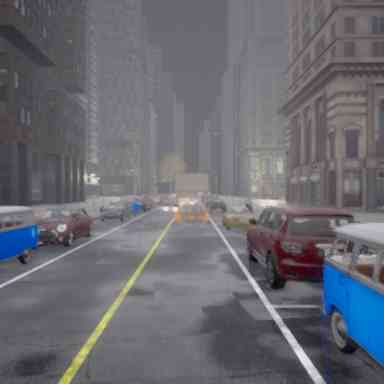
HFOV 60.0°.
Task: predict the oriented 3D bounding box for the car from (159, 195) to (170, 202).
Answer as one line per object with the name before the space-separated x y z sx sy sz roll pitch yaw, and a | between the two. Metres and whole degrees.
car | -5.771 1.332 69.839 1.887 1.381 4.507 0 0 0

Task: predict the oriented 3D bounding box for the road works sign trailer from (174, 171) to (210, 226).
road works sign trailer | 0.002 0.395 22.131 2.380 3.560 2.880 0 0 0

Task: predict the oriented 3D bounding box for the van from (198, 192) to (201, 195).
van | 2.786 1.113 75.345 1.690 1.788 3.998 0 0 0

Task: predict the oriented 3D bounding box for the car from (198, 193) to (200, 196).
car | 2.784 1.332 69.820 1.887 1.381 4.507 0 0 0

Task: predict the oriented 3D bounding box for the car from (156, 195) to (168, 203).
car | -5.770 1.348 64.314 1.887 1.381 4.507 0 0 0

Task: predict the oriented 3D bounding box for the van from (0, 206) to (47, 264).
van | -5.762 1.312 9.060 1.690 1.788 3.998 0 0 0

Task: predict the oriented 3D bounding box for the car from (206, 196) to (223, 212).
car | 2.776 1.437 36.671 2.008 1.369 4.403 0 0 0

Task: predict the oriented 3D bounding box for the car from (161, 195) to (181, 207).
car | -3.071 1.449 49.222 1.895 1.301 4.718 0 0 0

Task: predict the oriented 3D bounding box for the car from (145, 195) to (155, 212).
car | -5.765 1.202 36.686 2.192 1.841 5.009 0 0 0

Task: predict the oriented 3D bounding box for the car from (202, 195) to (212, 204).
car | 2.779 1.435 47.721 1.802 1.307 4.206 0 0 0

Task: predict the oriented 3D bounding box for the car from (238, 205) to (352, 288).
car | 2.770 1.286 9.046 2.192 1.841 5.009 0 0 0

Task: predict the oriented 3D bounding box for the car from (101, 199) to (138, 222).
car | -5.765 1.471 25.636 2.008 1.369 4.403 0 0 0

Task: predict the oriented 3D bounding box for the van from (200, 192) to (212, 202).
van | 2.782 1.160 58.770 1.690 1.788 3.998 0 0 0

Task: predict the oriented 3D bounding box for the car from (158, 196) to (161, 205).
car | -5.768 1.362 53.093 1.752 1.417 4.829 0 0 0

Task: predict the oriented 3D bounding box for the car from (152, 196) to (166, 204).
car | -5.769 1.364 58.789 1.887 1.381 4.507 0 0 0

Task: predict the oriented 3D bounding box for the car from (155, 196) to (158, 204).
car | -5.767 1.415 42.212 1.887 1.381 4.507 0 0 0

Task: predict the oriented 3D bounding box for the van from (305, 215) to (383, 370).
van | 2.769 1.329 3.521 1.690 1.788 3.998 0 0 0

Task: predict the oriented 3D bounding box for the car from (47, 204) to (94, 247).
car | -5.763 1.394 14.584 1.967 1.590 4.097 0 0 0

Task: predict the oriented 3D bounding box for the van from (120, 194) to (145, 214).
van | -5.765 1.244 31.161 1.690 1.788 3.998 0 0 0

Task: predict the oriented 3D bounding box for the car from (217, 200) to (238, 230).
car | 2.772 1.462 20.266 1.752 1.417 4.829 0 0 0
